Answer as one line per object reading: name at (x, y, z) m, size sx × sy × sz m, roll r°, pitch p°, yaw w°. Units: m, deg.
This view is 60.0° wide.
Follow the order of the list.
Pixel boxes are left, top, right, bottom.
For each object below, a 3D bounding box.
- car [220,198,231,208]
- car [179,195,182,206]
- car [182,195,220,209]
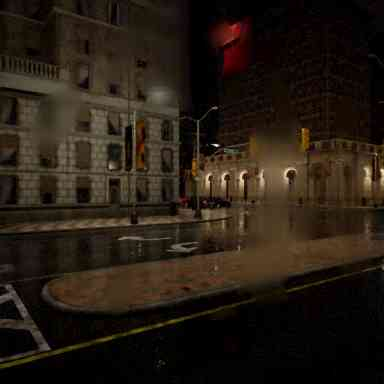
car at (3.490, 1.478, 47.792) m, size 1.882 × 1.535 × 5.008 m, roll 0°, pitch 0°, yaw -36°
car at (-2.256, 1.352, 55.888) m, size 2.097 × 1.767 × 4.553 m, roll 0°, pitch 0°, yaw -35°
car at (1.196, 1.352, 44.987) m, size 2.097 × 1.767 × 4.553 m, roll 0°, pitch 0°, yaw -35°
